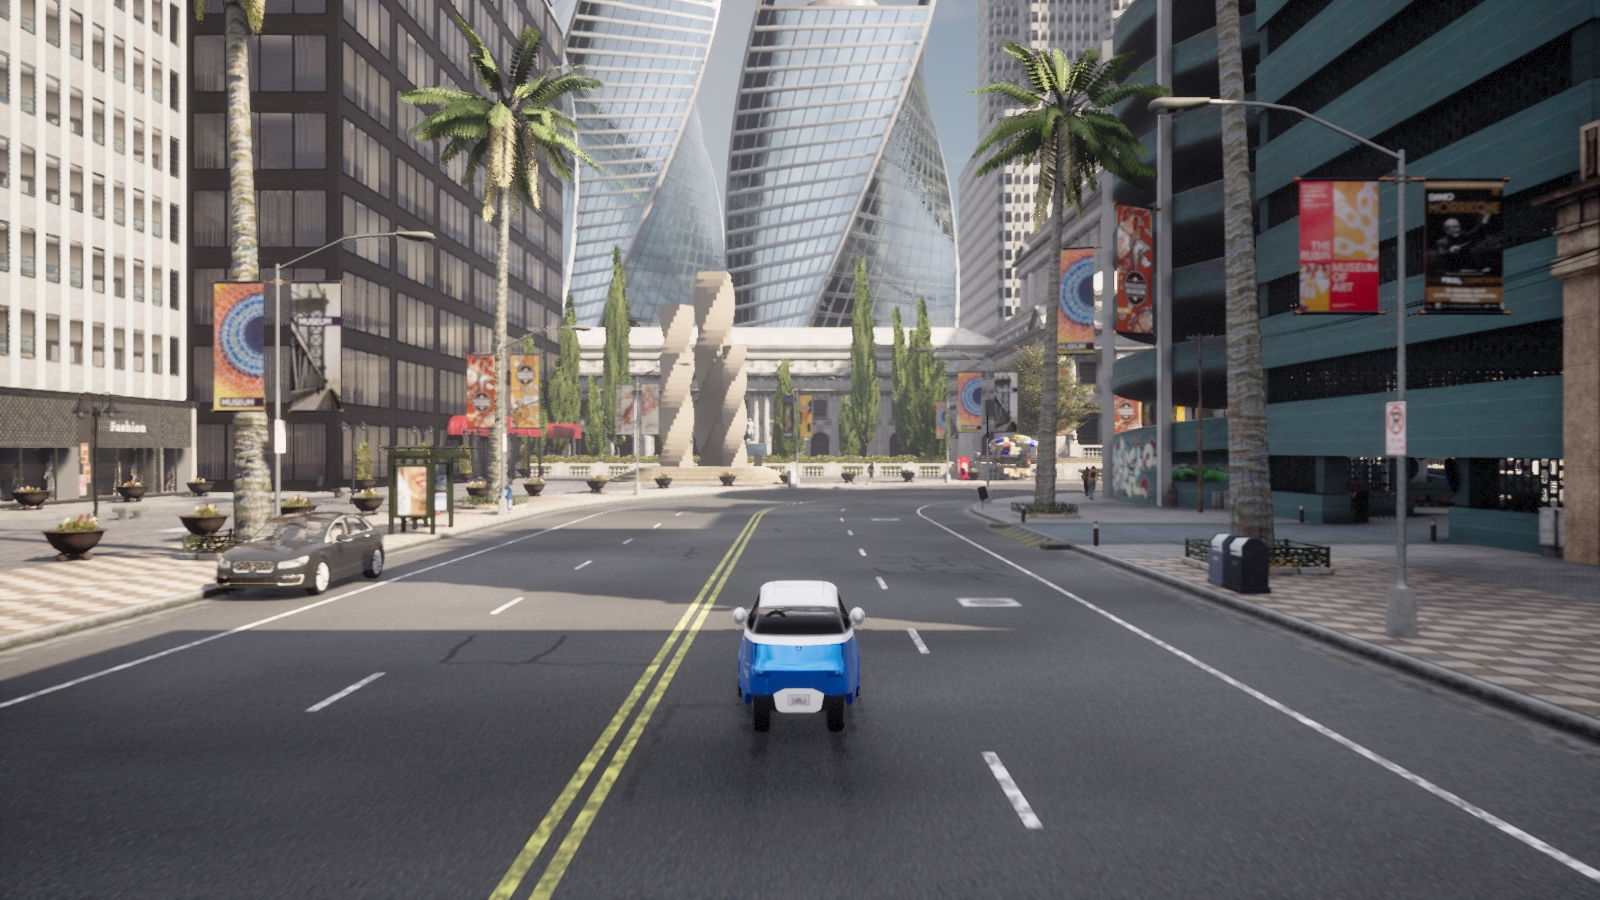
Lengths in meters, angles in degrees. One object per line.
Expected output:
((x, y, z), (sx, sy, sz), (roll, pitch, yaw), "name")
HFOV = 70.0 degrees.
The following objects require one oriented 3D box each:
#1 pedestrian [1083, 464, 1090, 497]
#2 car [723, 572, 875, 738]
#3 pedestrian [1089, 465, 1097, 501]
((16.041, 1.696, 63.865), (0.375, 1.860, 0.375), (0, 0, 14), "pedestrian")
((-0.012, 2.120, 12.284), (1.481, 1.376, 2.207), (0, 0, 0), "car")
((15.238, 1.696, 59.457), (0.375, 1.860, 0.375), (0, 0, 9), "pedestrian")
